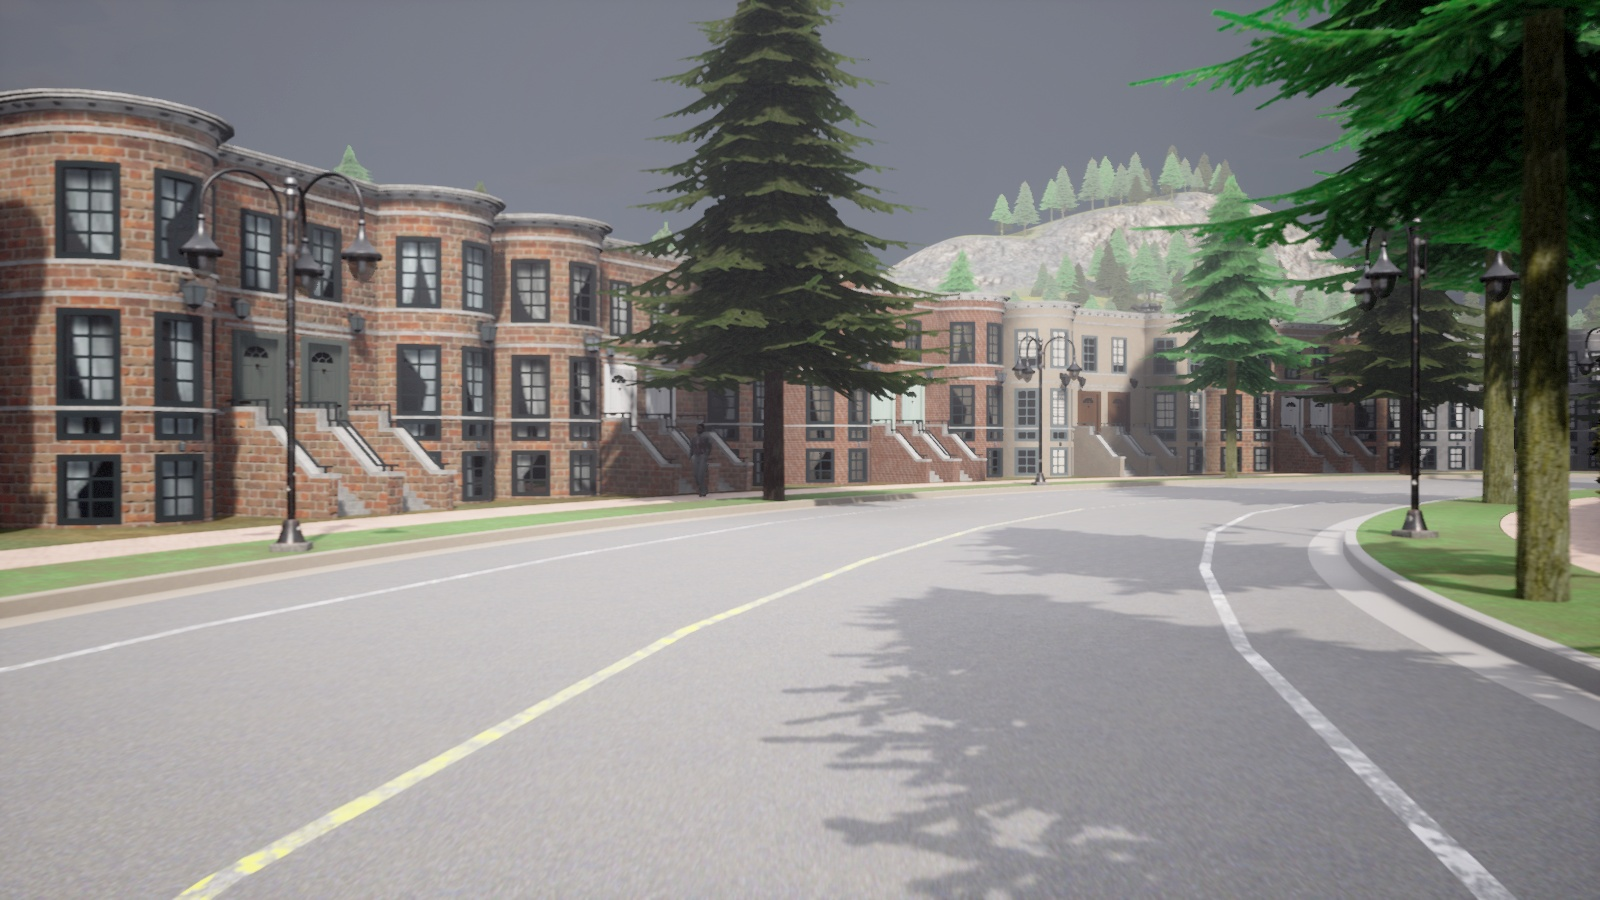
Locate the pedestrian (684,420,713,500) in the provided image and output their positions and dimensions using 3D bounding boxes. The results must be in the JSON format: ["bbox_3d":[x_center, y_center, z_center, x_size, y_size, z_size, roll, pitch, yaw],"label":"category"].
[{"bbox_3d":[-2.469,0.234,30.685,0.402,1.930,0.666,0,0,30],"label":"pedestrian"}]
